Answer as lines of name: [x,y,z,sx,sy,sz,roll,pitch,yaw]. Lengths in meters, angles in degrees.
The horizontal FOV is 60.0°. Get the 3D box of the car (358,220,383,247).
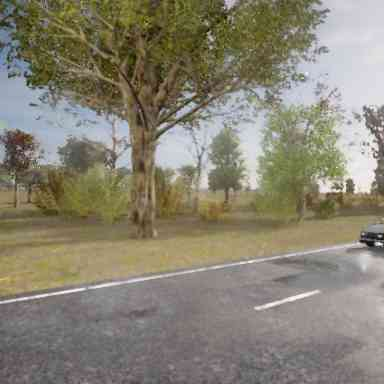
car: [9.448,1.652,14.496,5.357,1.411,2.033,0,0,-36]
